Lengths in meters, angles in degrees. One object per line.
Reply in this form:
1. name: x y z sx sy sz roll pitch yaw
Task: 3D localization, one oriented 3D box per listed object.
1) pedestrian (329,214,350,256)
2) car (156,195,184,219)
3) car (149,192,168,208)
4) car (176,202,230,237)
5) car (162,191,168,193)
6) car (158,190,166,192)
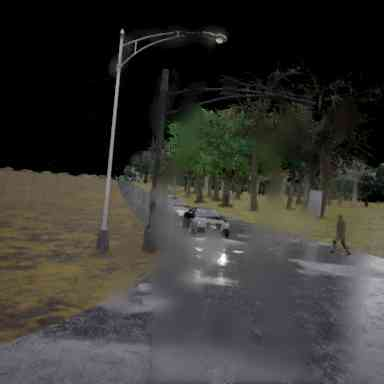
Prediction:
1. pedestrian: 6.444 1.804 14.453 0.375 1.860 0.375 4 1 -13
2. car: -1.390 1.351 27.079 2.128 1.511 4.902 5 0 -13
3. car: -3.666 1.154 36.835 2.128 1.511 4.902 5 0 -13
4. car: 0.658 1.574 18.326 1.994 1.385 4.181 5 0 -13
5. car: -3.355 1.185 51.649 1.837 1.490 4.892 5 0 -13
6. car: -5.705 0.659 61.809 2.150 2.045 5.566 5 0 -13
